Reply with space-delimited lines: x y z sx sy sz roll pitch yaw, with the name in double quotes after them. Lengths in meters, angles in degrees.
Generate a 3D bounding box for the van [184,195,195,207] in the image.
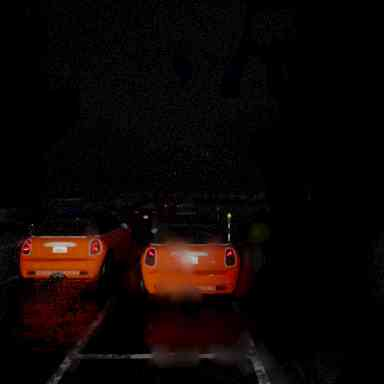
-0.384 1.356 50.761 1.690 1.788 3.998 0 0 0 "van"

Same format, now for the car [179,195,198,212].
-0.384 1.324 39.886 2.192 1.841 5.009 0 0 0 "car"

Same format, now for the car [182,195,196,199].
-0.384 1.446 34.448 1.967 1.590 4.097 0 0 0 "car"

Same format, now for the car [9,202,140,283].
-3.047 1.353 9.811 2.097 1.767 4.553 0 0 0 "car"

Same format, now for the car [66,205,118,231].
-6.246 1.603 21.344 1.895 1.301 4.718 0 0 0 "car"

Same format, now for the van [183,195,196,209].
-0.384 1.353 45.324 1.690 1.788 3.998 0 0 0 "van"

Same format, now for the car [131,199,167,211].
-3.144 1.528 24.924 1.812 1.442 4.674 0 0 0 "car"

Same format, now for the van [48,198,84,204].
-8.909 1.344 23.573 1.690 1.788 3.998 0 0 0 "van"

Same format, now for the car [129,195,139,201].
-8.910 1.452 45.324 1.967 1.590 4.097 0 0 0 "car"

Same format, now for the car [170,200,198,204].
-0.384 1.528 23.743 1.752 1.417 4.829 0 0 0 "car"

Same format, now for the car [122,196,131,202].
-8.909 1.534 39.716 1.752 1.417 4.829 0 0 0 "car"

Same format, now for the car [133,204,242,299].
-0.032 1.353 8.620 2.097 1.767 4.553 0 0 0 "car"

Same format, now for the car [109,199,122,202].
-8.909 1.572 34.448 1.947 1.339 4.313 0 0 0 "car"

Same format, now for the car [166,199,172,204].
-3.047 1.573 40.220 1.994 1.385 4.181 0 0 0 "car"

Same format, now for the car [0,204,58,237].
-8.909 1.567 18.136 1.947 1.339 4.313 0 0 0 "car"
